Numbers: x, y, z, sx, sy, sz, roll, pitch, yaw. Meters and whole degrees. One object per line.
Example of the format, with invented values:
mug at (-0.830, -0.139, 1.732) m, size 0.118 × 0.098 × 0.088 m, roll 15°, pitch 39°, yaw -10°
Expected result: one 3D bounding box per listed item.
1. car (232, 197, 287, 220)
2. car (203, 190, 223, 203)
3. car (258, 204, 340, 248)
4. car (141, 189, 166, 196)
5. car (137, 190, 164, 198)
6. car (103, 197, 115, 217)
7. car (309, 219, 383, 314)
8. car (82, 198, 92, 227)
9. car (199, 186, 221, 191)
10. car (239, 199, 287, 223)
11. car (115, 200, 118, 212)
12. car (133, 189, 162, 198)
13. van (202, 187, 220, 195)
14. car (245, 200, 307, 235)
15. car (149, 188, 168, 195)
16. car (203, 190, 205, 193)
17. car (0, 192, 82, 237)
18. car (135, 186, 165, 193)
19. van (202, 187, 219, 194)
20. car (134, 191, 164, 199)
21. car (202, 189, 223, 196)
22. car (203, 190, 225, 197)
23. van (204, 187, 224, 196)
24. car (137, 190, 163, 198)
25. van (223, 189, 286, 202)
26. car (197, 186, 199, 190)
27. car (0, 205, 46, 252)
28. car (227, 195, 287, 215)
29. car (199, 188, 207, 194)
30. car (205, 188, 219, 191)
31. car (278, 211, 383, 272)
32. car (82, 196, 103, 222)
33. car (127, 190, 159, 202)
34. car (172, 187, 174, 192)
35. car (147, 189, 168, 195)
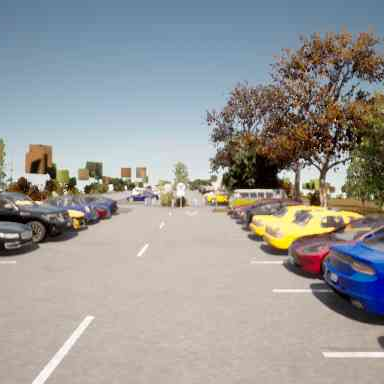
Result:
car at (5.043, 1.215, 19.942) m, size 4.674 × 1.452 × 2.002 m, roll 0°, pitch 1°, yaw 0°
car at (4.748, 0.914, 52.498) m, size 5.008 × 1.535 × 2.097 m, roll 0°, pitch 2°, yaw 0°
car at (5.226, 1.341, 11.443) m, size 5.366 × 1.575 × 1.946 m, roll 0°, pitch 1°, yaw 0°
car at (-8.530, 0.172, 74.676) m, size 5.366 × 1.575 × 1.946 m, roll 0°, pitch 2°, yaw 0°
car at (-8.525, 0.359, 69.006) m, size 5.366 × 1.575 × 1.946 m, roll 0°, pitch 2°, yaw 0°
car at (-8.011, 1.136, 22.533) m, size 4.792 × 1.488 × 2.163 m, roll 0°, pitch 1°, yaw 0°
car at (5.035, 1.401, 5.997) m, size 5.008 × 1.535 × 2.097 m, roll 0°, pitch 0°, yaw 0°
car at (-8.045, 1.243, 16.968) m, size 5.008 × 1.535 × 2.097 m, roll 0°, pitch 1°, yaw 0°
car at (4.769, 0.113, 68.978) m, size 5.566 × 2.045 × 2.435 m, roll 0°, pitch 2°, yaw 0°
car at (5.069, 1.272, 17.031) m, size 4.792 × 1.488 × 2.163 m, roll 0°, pitch 1°, yaw 0°
car at (-8.069, 1.064, 25.316) m, size 4.792 × 1.488 × 2.163 m, roll 0°, pitch 1°, yaw 0°
car at (-8.325, 0.732, 57.908) m, size 5.008 × 1.535 × 2.097 m, roll 0°, pitch 2°, yaw 0°
van at (4.620, -0.285, 82.799) m, size 4.442 × 1.987 × 1.878 m, roll 0°, pitch 2°, yaw 0°
car at (5.226, 1.295, 14.238) m, size 5.366 × 1.575 × 1.946 m, roll 0°, pitch 1°, yaw 0°
car at (-8.320, -0.189, 82.870) m, size 4.553 × 1.767 × 2.185 m, roll 0°, pitch 2°, yaw 0°
car at (4.720, 0.763, 57.913) m, size 4.792 × 1.488 × 2.163 m, roll 0°, pitch 2°, yaw 0°
car at (-8.011, 1.047, 14.170) m, size 5.566 × 2.045 × 2.435 m, roll 0°, pitch 1°, yaw 0°
car at (-8.305, 0.388, 60.674) m, size 5.566 × 2.045 × 2.435 m, roll 0°, pitch 2°, yaw 0°
van at (4.840, -0.425, 88.354) m, size 4.442 × 1.987 × 1.878 m, roll 0°, pitch 1°, yaw 0°
car at (-8.150, 0.544, 63.457) m, size 5.366 × 1.575 × 1.946 m, roll 0°, pitch 2°, yaw 0°
car at (4.762, 0.121, 77.417) m, size 4.792 × 1.488 × 2.163 m, roll 0°, pitch 2°, yaw 0°
car at (4.709, 0.301, 71.755) m, size 4.792 × 1.488 × 2.163 m, roll 0°, pitch 2°, yaw 0°
van at (4.852, -0.048, 74.639) m, size 4.442 × 1.987 × 1.878 m, roll 0°, pitch 2°, yaw 0°
car at (-8.331, 0.455, 66.232) m, size 4.892 × 1.521 × 2.231 m, roll 0°, pitch 2°, yaw 0°
van at (4.913, 0.809, 25.392) m, size 4.442 × 1.987 × 1.878 m, roll -1°, pitch 1°, yaw 0°
car at (4.691, -0.587, 93.891) m, size 5.566 × 2.045 × 2.435 m, roll 0°, pitch 1°, yaw 0°
car at (-8.046, 1.345, 11.386) m, size 4.892 × 1.521 × 2.231 m, roll 0°, pitch 1°, yaw 0°
car at (5.043, 1.143, 22.726) m, size 4.674 × 1.452 × 2.002 m, roll 0°, pitch 1°, yaw 0°
car at (4.559, 0.546, 63.449) m, size 5.366 × 1.575 × 1.946 m, roll 0°, pitch 2°, yaw 0°
car at (4.783, 0.696, 55.264) m, size 4.553 × 1.767 × 2.185 m, roll 0°, pitch 2°, yaw 0°
car at (5.011, 1.408, 8.788) m, size 4.792 × 1.488 × 2.163 m, roll 0°, pitch 1°, yaw 0°
car at (-8.009, 1.053, 19.744) m, size 4.553 × 1.767 × 2.185 m, roll 0°, pitch 1°, yaw 0°
car at (-8.358, 0.854, 55.134) m, size 4.792 × 1.488 × 2.163 m, roll 0°, pitch 2°, yaw 0°
car at (-8.390, -0.310, 93.972) m, size 4.792 × 1.488 × 2.163 m, roll 0°, pitch 1°, yaw 0°
car at (-8.355, 0.013, 80.094) m, size 4.892 × 1.521 × 2.231 m, roll 0°, pitch 2°, yaw 0°
